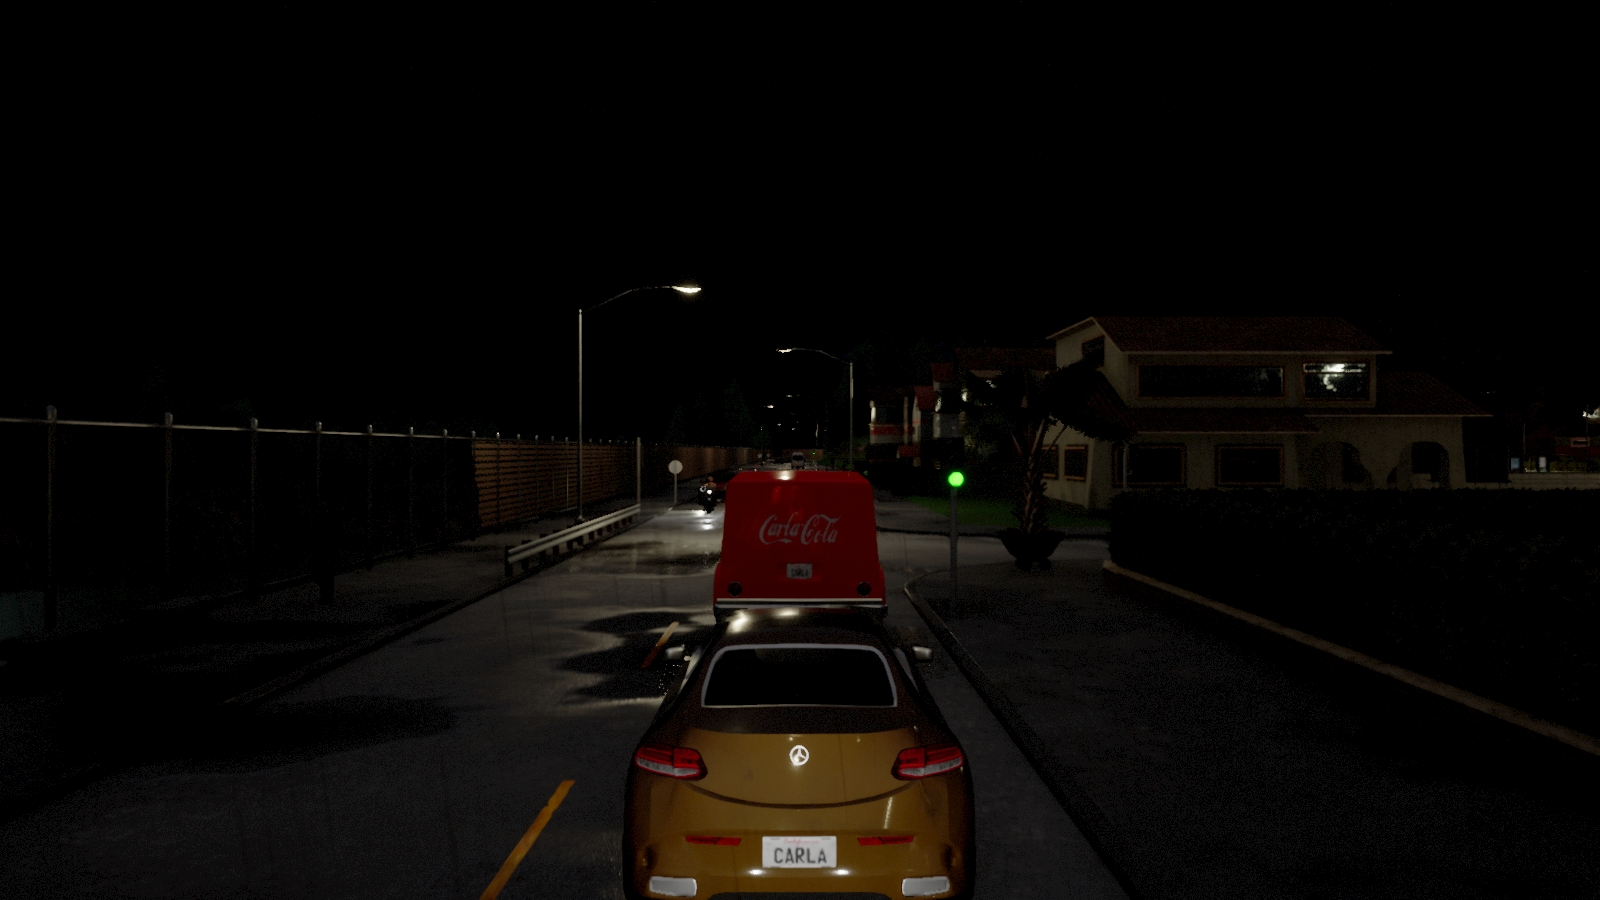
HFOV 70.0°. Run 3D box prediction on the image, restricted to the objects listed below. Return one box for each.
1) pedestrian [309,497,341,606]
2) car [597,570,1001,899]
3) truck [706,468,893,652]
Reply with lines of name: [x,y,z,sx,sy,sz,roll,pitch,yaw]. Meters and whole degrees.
pedestrian: [-8.255,1.760,19.870,0.375,1.860,0.375,0,0,11]
car: [-0.008,2.000,8.603,2.152,1.651,5.027,0,0,0]
truck: [-0.018,1.588,18.675,2.627,2.467,5.204,0,0,0]
